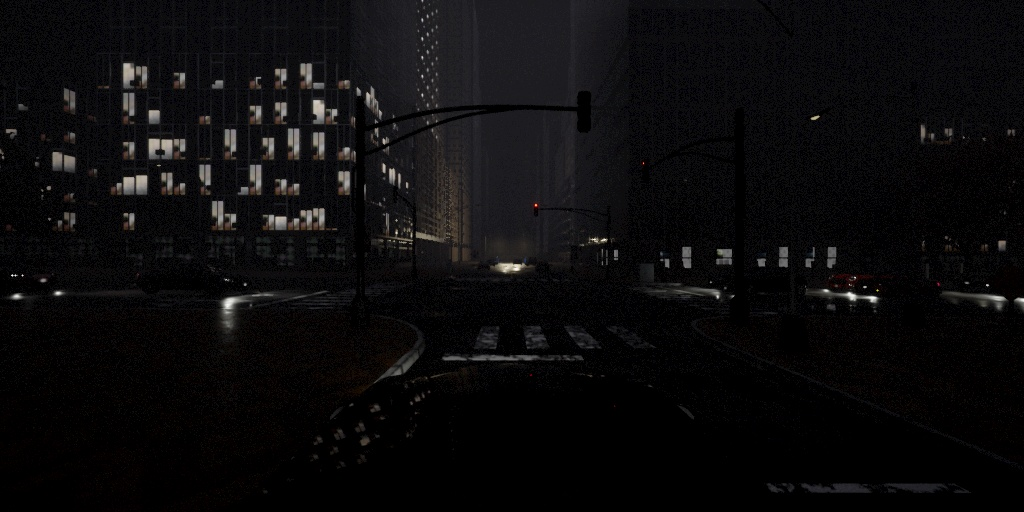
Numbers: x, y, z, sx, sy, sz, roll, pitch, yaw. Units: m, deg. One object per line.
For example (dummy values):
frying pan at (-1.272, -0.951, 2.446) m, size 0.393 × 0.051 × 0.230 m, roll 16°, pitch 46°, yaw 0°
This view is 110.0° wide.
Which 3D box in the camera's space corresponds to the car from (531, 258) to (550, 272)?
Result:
car at (3.927, 1.329, 46.215) m, size 1.948 × 1.339 × 4.313 m, roll 0°, pitch 0°, yaw 0°

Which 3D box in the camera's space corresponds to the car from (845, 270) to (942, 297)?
car at (23.726, 1.766, 22.175) m, size 4.181 × 1.385 × 1.994 m, roll 1°, pitch 0°, yaw -3°

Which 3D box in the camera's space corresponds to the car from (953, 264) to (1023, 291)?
car at (35.553, 1.635, 25.968) m, size 5.566 × 2.045 × 2.150 m, roll 1°, pitch 0°, yaw -3°

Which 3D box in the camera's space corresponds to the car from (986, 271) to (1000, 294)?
car at (34.025, 1.934, 22.647) m, size 5.357 × 1.411 × 2.033 m, roll 1°, pitch 0°, yaw -3°

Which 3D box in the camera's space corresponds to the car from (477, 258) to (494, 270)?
car at (-4.026, 1.343, 51.708) m, size 1.802 × 1.307 × 4.207 m, roll 0°, pitch 0°, yaw 0°

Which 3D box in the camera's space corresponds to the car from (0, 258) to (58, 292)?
car at (-24.165, 0.823, 16.499) m, size 4.902 × 1.511 × 2.128 m, roll 1°, pitch 0°, yaw -3°

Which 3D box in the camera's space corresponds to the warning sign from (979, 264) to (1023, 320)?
warning sign at (17.275, 1.204, 12.413) m, size 1.060 × 1.860 × 1.300 m, roll 0°, pitch 0°, yaw -3°

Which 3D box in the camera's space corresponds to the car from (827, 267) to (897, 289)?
car at (25.229, 1.579, 25.494) m, size 4.553 × 1.767 × 2.097 m, roll 1°, pitch 0°, yaw -3°

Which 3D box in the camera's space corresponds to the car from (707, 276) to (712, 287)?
car at (16.187, 1.591, 25.076) m, size 4.674 × 1.442 × 1.812 m, roll 1°, pitch 0°, yaw -3°

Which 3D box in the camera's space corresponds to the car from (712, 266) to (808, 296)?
car at (15.141, 1.400, 21.774) m, size 4.553 × 1.767 × 2.097 m, roll 1°, pitch 0°, yaw -3°

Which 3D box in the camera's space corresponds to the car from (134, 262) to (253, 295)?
car at (-14.950, 1.026, 16.927) m, size 4.674 × 1.442 × 1.812 m, roll 1°, pitch 0°, yaw -1°
